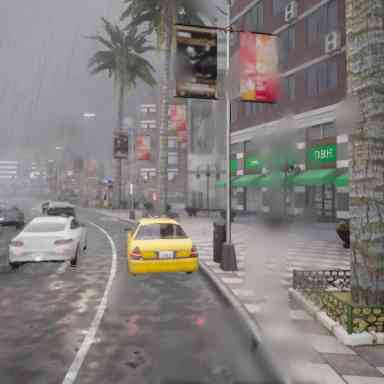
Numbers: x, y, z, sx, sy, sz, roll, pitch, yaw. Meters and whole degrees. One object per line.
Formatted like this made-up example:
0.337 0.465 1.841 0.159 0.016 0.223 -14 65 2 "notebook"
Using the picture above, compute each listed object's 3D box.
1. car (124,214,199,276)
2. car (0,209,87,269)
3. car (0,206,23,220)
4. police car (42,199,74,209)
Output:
-1.121 1.456 10.384 1.801 1.575 5.366 0 0 -11 "car"
-4.619 1.522 11.147 1.812 1.442 4.674 0 0 -13 "car"
-12.004 1.554 21.408 1.994 1.385 4.181 0 0 -25 "car"
-10.057 1.418 25.177 1.930 1.638 5.238 0 -1 -26 "police car"
